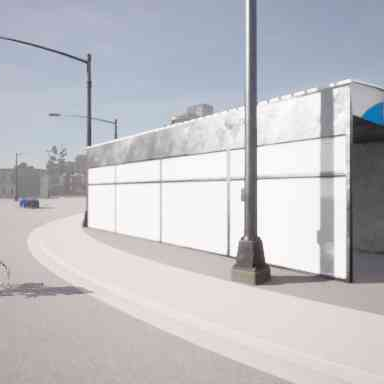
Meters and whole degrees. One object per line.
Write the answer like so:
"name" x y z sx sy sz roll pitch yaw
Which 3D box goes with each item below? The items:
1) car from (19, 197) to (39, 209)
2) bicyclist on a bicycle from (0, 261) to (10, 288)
"car" -22.566 1.451 46.095 1.882 1.535 5.008 0 0 -35
"bicyclist on a bicycle" -4.901 1.444 7.235 1.656 1.620 0.582 -2 1 -38
